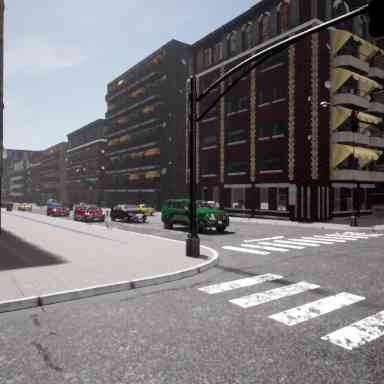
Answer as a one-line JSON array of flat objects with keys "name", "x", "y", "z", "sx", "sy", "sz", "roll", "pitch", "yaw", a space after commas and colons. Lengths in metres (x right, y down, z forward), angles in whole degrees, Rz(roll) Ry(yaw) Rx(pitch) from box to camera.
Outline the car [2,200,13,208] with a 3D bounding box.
[{"name": "car", "x": -42.507, "y": 2.719, "z": 76.606, "sx": 2.192, "sy": 1.841, "sz": 5.009, "roll": -1, "pitch": 0, "yaw": -36}]

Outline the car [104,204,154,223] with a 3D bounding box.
[{"name": "car", "x": -5.823, "y": 1.924, "z": 30.070, "sx": 2.128, "sy": 1.511, "sz": 4.902, "roll": 0, "pitch": -1, "yaw": -36}]

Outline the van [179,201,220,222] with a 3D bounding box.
[{"name": "van", "x": 0.646, "y": 1.751, "z": 31.200, "sx": 1.690, "sy": 1.788, "sz": 3.998, "roll": -1, "pitch": 0, "yaw": -36}]

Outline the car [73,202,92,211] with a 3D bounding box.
[{"name": "car", "x": -19.370, "y": 2.496, "z": 58.709, "sx": 1.752, "sy": 1.417, "sz": 4.829, "roll": -1, "pitch": 0, "yaw": -36}]

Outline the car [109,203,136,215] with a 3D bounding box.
[{"name": "car", "x": -9.378, "y": 2.253, "z": 44.835, "sx": 1.947, "sy": 1.339, "sz": 4.313, "roll": -1, "pitch": 0, "yaw": -36}]

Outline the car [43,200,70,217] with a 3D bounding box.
[{"name": "car", "x": -16.128, "y": 2.094, "z": 39.978, "sx": 1.967, "sy": 1.590, "sz": 4.097, "roll": -1, "pitch": 0, "yaw": -36}]

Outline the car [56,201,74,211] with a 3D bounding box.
[{"name": "car", "x": -22.437, "y": 2.466, "z": 58.614, "sx": 1.882, "sy": 1.535, "sz": 5.008, "roll": 0, "pitch": -1, "yaw": -36}]

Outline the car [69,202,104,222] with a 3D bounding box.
[{"name": "car", "x": -9.534, "y": 1.908, "z": 30.821, "sx": 1.967, "sy": 1.590, "sz": 4.097, "roll": -1, "pitch": 0, "yaw": -36}]

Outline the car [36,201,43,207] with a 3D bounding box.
[{"name": "car", "x": -39.051, "y": 3.097, "z": 86.040, "sx": 1.947, "sy": 1.339, "sz": 4.313, "roll": -1, "pitch": 0, "yaw": -36}]

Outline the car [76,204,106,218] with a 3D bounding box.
[{"name": "car", "x": -11.670, "y": 2.162, "z": 38.211, "sx": 1.994, "sy": 1.385, "sz": 4.181, "roll": 0, "pitch": -1, "yaw": -36}]

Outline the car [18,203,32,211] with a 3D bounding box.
[{"name": "car", "x": -29.215, "y": 2.551, "z": 58.153, "sx": 1.752, "sy": 1.417, "sz": 4.829, "roll": -1, "pitch": 0, "yaw": -36}]

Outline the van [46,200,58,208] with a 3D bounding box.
[{"name": "van", "x": -32.463, "y": 2.684, "z": 76.886, "sx": 1.690, "sy": 1.788, "sz": 3.998, "roll": -1, "pitch": 0, "yaw": -36}]

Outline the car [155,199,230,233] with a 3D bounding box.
[{"name": "car", "x": 0.042, "y": 1.490, "z": 21.923, "sx": 2.150, "sy": 2.045, "sz": 5.566, "roll": 0, "pitch": -1, "yaw": -36}]

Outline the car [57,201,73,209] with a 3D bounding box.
[{"name": "car", "x": -25.866, "y": 2.595, "z": 67.728, "sx": 1.967, "sy": 1.590, "sz": 4.097, "roll": -1, "pitch": 0, "yaw": -36}]
